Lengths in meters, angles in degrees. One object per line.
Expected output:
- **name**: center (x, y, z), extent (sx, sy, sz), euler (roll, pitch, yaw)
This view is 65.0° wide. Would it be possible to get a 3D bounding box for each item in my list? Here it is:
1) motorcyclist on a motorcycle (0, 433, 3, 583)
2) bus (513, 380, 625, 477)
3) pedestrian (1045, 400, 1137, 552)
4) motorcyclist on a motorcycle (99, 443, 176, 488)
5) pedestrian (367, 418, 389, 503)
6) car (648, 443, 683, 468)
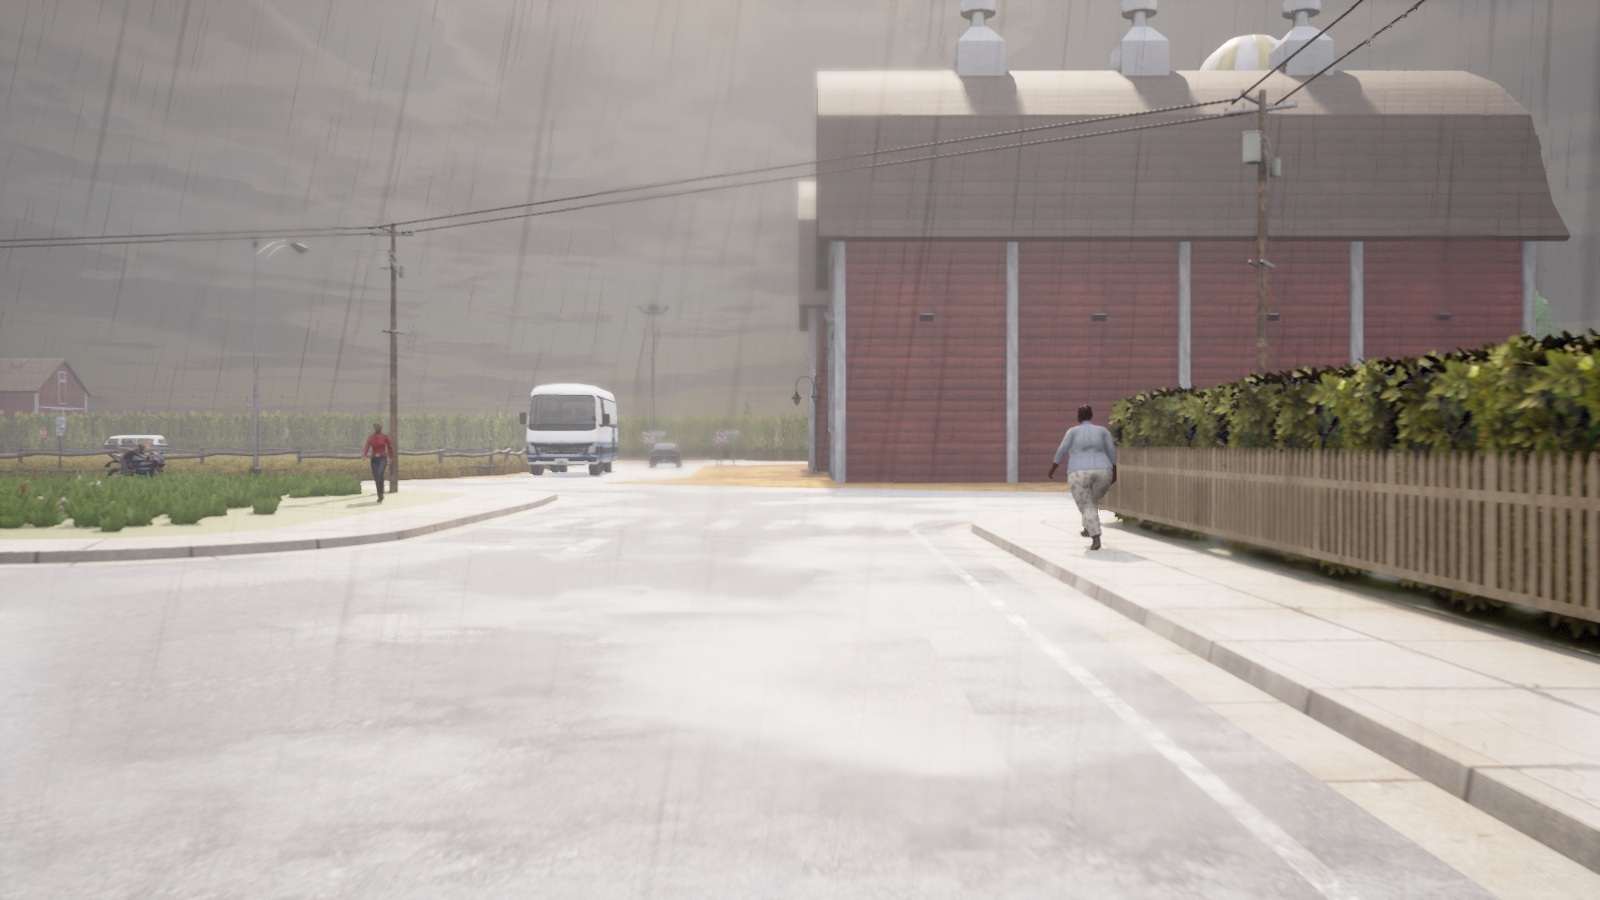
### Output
- **motorcyclist on a motorcycle**: center (-9.308, 0.620, 12.783), extent (1.817, 1.590, 0.866), euler (0, 0, -10)
- **bus**: center (-10.906, -0.980, 60.545), extent (3.944, 4.253, 10.273), euler (0, 0, -3)
- **pedestrian**: center (3.648, 0.316, 15.801), extent (0.874, 1.855, 0.900), euler (0, 0, -6)
- **motorcyclist on a motorcycle**: center (-22.781, 0.520, 43.204), extent (2.191, 1.530, 0.866), euler (0, 0, 0)
- **pedestrian**: center (-9.279, 0.219, 27.606), extent (0.331, 1.846, 0.636), euler (0, 0, -6)
- **car**: center (-8.209, 0.310, 77.070), extent (1.837, 1.490, 4.892), euler (0, 0, -3)
